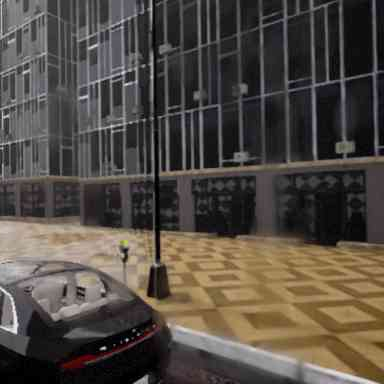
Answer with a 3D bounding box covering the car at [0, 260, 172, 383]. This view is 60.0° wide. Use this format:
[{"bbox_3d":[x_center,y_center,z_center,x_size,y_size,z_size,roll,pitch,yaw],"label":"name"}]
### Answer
[{"bbox_3d":[-2.278,1.588,4.357,4.403,1.369,2.008,-1,-1,35],"label":"car"}]
